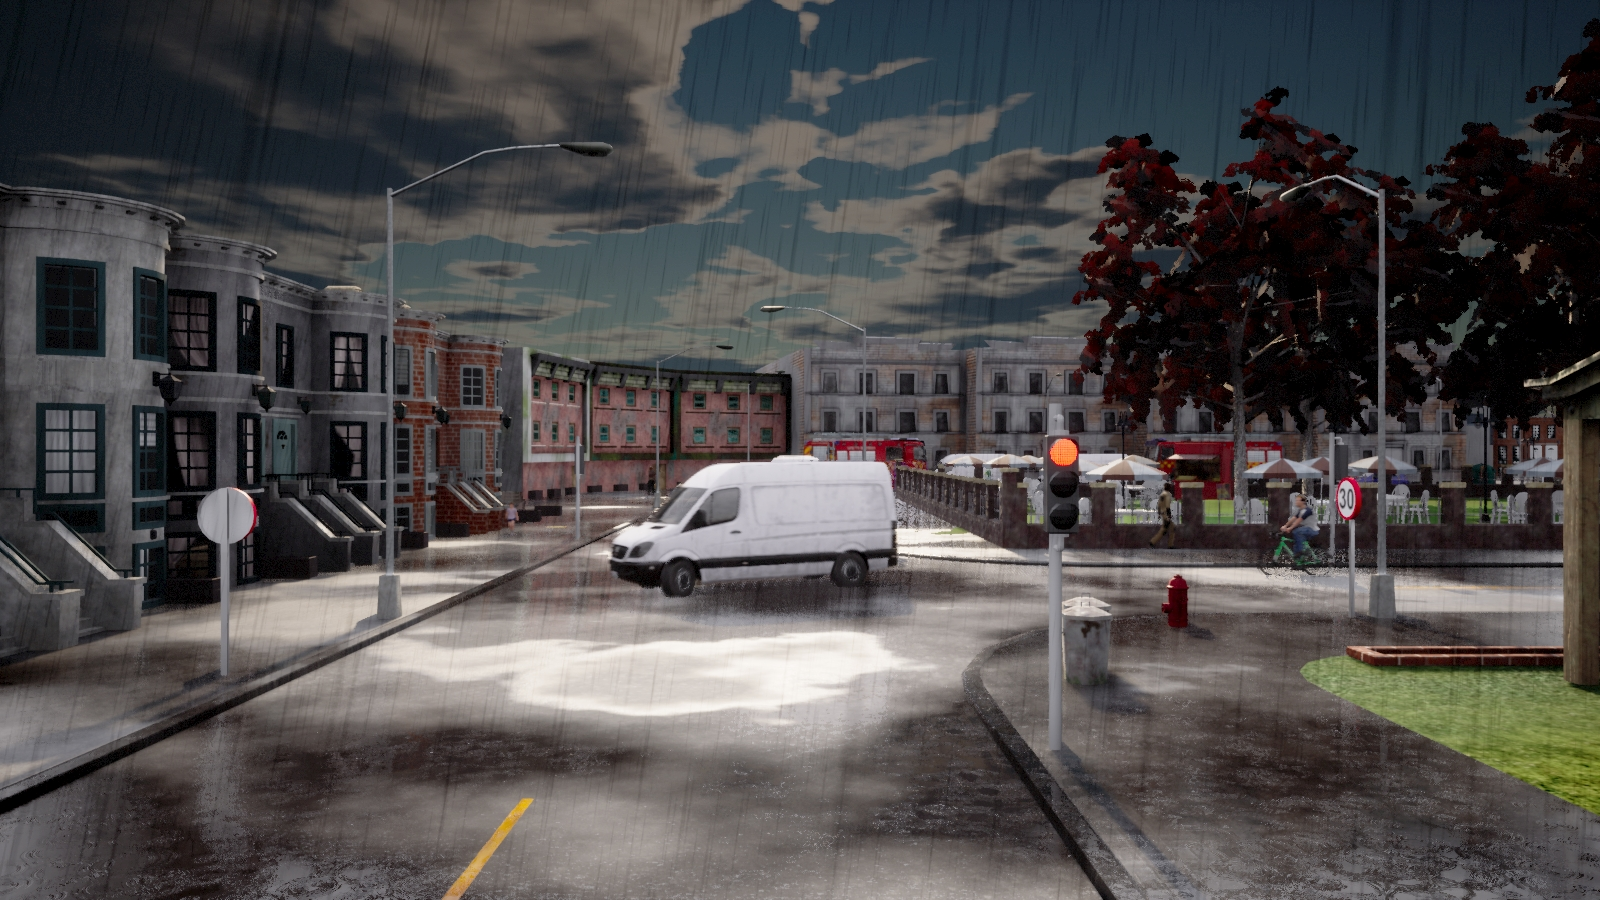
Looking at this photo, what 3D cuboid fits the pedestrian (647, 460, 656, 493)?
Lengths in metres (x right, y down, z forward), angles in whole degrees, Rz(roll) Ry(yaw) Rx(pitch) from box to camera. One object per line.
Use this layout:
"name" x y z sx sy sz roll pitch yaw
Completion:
"pedestrian" -8.603 1.525 66.125 0.375 1.860 0.375 0 0 20

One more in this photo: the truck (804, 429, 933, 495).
"truck" 4.295 0.672 70.228 8.468 3.827 2.891 0 0 -43

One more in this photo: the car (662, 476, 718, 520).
"car" -4.154 1.806 43.645 1.789 1.549 3.705 0 0 0

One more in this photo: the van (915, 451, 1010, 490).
"van" 10.550 1.314 74.428 5.915 2.561 1.988 0 0 0

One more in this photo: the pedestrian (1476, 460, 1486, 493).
"pedestrian" 39.238 1.524 65.833 0.375 1.860 0.375 0 0 4

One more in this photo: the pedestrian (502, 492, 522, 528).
"pedestrian" -9.130 1.904 36.270 0.500 1.100 0.500 0 0 1

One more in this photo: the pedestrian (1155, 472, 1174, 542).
"pedestrian" 9.748 1.517 30.548 0.375 1.860 0.375 0 0 0

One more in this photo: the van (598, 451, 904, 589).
"van" -0.942 1.314 23.320 5.915 2.561 1.988 0 -1 -26
